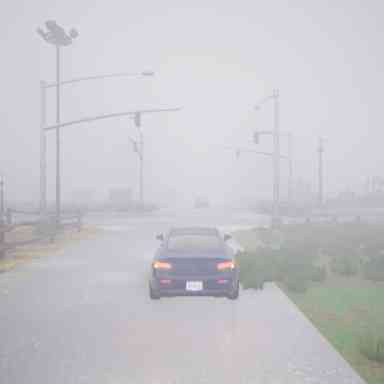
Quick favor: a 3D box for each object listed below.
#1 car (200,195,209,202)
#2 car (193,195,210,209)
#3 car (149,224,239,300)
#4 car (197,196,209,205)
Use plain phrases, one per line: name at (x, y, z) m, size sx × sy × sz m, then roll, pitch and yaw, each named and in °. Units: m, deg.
car at (2.821, 1.432, 74.778) m, size 2.033 × 1.411 × 5.357 m, roll 0°, pitch 0°, yaw 3°
car at (1.260, 1.408, 43.151) m, size 1.882 × 1.535 × 5.008 m, roll 0°, pitch 0°, yaw 3°
car at (0.044, 1.519, 8.271) m, size 1.812 × 1.442 × 4.674 m, roll 0°, pitch 0°, yaw 0°
car at (2.030, 1.465, 59.247) m, size 2.033 × 1.411 × 5.357 m, roll 0°, pitch 0°, yaw 3°
